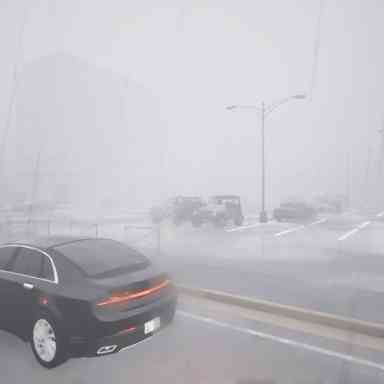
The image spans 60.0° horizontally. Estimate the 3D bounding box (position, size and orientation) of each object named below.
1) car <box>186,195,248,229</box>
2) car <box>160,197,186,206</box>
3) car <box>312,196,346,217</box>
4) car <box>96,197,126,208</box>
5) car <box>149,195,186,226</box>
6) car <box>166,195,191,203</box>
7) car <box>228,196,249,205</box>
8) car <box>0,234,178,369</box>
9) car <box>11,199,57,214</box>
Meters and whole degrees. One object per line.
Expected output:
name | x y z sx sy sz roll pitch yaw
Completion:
car | 1.666 1.156 20.256 1.905 1.878 3.866 0 0 34
car | -3.140 1.601 56.098 1.895 1.301 4.718 0 0 34
car | 13.710 1.395 33.194 1.970 1.475 3.806 0 0 34
car | -11.931 1.505 49.371 1.837 1.490 4.892 0 0 34
car | -0.699 1.153 21.926 1.932 1.855 4.605 0 0 34
car | -2.515 1.346 63.192 2.033 1.411 5.357 0 0 34
car | 8.622 1.504 60.756 1.837 1.490 4.892 0 0 34
car | -2.492 1.505 5.776 4.892 1.490 1.837 0 0 36
car | -16.887 1.526 35.714 1.812 1.442 4.674 0 0 34
